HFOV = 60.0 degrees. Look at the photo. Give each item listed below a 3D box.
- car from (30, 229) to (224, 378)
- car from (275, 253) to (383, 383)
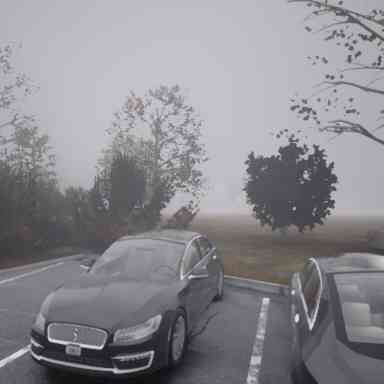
[{"bbox_3d":[-0.631,1.486,5.964,2.231,1.521,4.892,1,-1,16],"label":"car"},{"bbox_3d":[2.123,1.486,3.980,2.231,1.521,4.892,0,-1,16],"label":"car"}]
